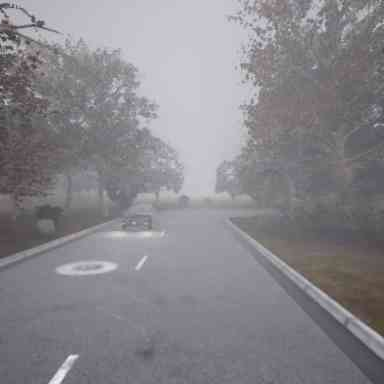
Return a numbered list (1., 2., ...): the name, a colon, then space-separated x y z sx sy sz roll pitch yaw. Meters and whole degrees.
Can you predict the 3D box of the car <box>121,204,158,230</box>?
1. car: -3.319 1.548 21.671 1.837 1.490 4.892 0 0 1
